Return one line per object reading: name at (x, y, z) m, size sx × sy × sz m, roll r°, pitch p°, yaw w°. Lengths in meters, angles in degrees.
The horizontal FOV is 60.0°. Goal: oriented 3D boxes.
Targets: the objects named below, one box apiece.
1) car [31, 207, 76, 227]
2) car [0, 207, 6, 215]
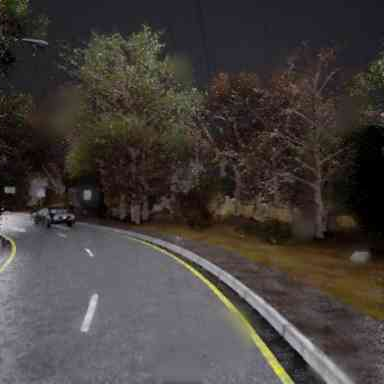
car at (-10.741, 1.859, 25.649) m, size 2.033 × 1.411 × 5.357 m, roll 1°, pitch 0°, yaw -41°
car at (-21.807, 1.753, 35.036) m, size 4.718 × 1.301 × 1.895 m, roll 1°, pitch 0°, yaw 30°
